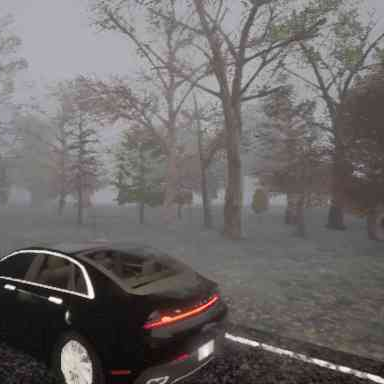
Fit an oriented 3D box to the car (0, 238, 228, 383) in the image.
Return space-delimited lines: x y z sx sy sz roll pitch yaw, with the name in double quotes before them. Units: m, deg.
"car" -1.827 1.469 5.016 4.892 1.490 1.837 0 -1 35
